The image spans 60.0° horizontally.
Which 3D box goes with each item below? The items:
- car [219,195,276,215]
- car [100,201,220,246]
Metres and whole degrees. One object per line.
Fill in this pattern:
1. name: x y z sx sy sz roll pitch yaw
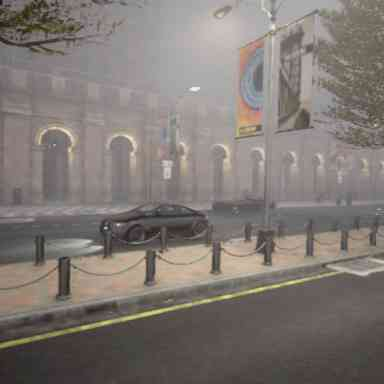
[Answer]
1. car: 3.732 0.872 23.911 4.718 1.301 1.895 0 2 -33
2. car: -1.327 1.094 12.690 4.181 1.385 1.994 0 2 -33
